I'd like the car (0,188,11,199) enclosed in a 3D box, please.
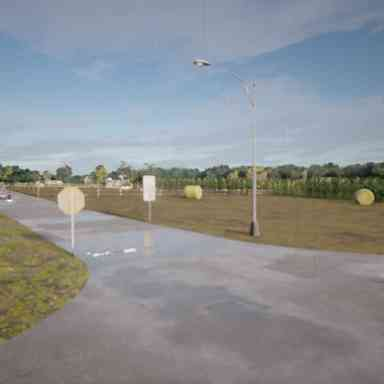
[{"bbox_3d":[-25.692,0.200,44.898,1.812,1.442,4.674,-1,3,-36],"label":"car"}]
